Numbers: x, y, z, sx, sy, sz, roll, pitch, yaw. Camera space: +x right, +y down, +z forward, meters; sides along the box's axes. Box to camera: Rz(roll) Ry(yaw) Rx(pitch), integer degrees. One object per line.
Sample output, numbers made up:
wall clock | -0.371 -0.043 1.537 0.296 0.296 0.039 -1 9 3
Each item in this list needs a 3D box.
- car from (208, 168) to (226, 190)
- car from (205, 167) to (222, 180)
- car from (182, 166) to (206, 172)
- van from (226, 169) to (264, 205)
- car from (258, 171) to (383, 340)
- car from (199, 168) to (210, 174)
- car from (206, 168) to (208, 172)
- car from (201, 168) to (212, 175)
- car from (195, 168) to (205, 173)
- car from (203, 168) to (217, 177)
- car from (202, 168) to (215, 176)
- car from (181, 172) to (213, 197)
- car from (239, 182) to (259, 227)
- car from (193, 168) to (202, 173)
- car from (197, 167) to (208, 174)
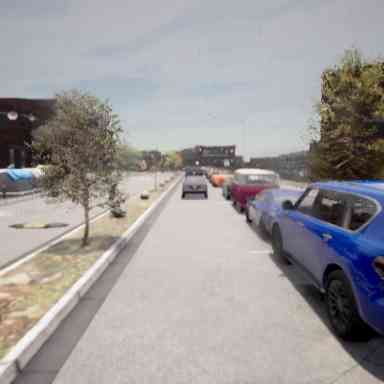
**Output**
car | 3.124 -1.453 33.404 2.185 1.767 4.553 0 5 0
car | 3.189 -2.843 50.036 2.185 1.767 4.553 0 5 0
car | 0.259 -2.291 41.858 2.150 2.045 5.566 0 5 0
van | 3.060 -0.154 17.040 1.878 1.987 4.442 0 5 0
car | 3.017 0.796 5.950 2.435 2.045 5.566 0 5 0
car | 2.944 -4.919 77.511 2.097 1.535 5.008 0 4 -2
car | 3.168 -2.222 44.575 2.002 1.452 4.674 0 5 0
car | 3.154 -4.456 71.986 2.002 1.452 4.674 0 4 -1
car | 2.144 -5.745 88.704 2.163 1.488 4.792 0 4 -5
car | 3.232 -3.623 60.950 2.231 1.521 4.892 0 5 0
car | 3.245 -4.067 66.452 2.231 1.521 4.892 0 5 0
car | 0.191 -0.472 24.193 2.033 1.411 5.357 0 5 0
car | 3.038 0.602 11.442 2.002 1.452 4.674 0 5 0
car | 1.582 -6.153 94.180 2.002 1.452 4.674 -1 4 -6
car | 2.617 -5.465 83.000 2.185 1.767 4.553 0 4 -3
